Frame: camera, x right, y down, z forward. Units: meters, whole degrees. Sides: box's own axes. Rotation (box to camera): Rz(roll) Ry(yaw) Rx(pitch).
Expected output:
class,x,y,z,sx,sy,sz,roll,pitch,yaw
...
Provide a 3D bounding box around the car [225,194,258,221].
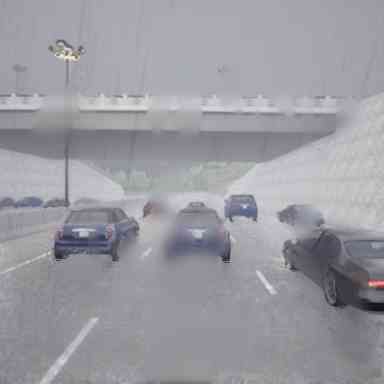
class,x,y,z,sx,sy,sz,roll,pitch,yaw
car,3.868,1.193,26.797,2.150,2.045,5.566,0,0,1

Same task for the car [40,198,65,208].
class,x,y,z,sx,sy,sz,roll,pitch,yaw
car,-17.128,1.396,42.369,1.994,1.385,4.181,0,0,1

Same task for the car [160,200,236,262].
class,x,y,z,sx,sy,sz,roll,pitch,yaw
car,0.205,1.332,12.224,2.097,1.767,4.553,0,0,1

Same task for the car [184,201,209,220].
class,x,y,z,sx,sy,sz,roll,pitch,yaw
car,0.386,1.515,28.420,1.994,1.385,4.181,0,0,1

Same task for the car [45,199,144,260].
class,x,y,z,sx,sy,sz,roll,pitch,yaw
car,-3.294,1.312,12.369,2.097,1.767,4.553,0,0,1

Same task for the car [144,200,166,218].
class,x,y,z,sx,sy,sz,roll,pitch,yaw
car,-3.100,1.408,29.401,1.882,1.535,5.008,0,0,1

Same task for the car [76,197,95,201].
class,x,y,z,sx,sy,sz,roll,pitch,yaw
car,-13.624,1.342,42.775,2.128,1.511,4.902,0,0,1

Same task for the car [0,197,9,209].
class,x,y,z,sx,sy,sz,roll,pitch,yaw
car,-24.124,1.320,42.285,1.812,1.442,4.674,0,0,1

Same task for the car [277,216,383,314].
class,x,y,z,sx,sy,sz,roll,pitch,yaw
car,3.638,1.553,7.867,2.033,1.411,5.357,0,0,1

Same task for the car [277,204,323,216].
class,x,y,z,sx,sy,sz,roll,pitch,yaw
car,7.303,1.545,22.827,2.033,1.411,5.357,0,0,1

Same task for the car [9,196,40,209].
class,x,y,z,sx,sy,sz,roll,pitch,yaw
car,-20.628,1.291,42.240,1.882,1.535,5.008,0,0,1
